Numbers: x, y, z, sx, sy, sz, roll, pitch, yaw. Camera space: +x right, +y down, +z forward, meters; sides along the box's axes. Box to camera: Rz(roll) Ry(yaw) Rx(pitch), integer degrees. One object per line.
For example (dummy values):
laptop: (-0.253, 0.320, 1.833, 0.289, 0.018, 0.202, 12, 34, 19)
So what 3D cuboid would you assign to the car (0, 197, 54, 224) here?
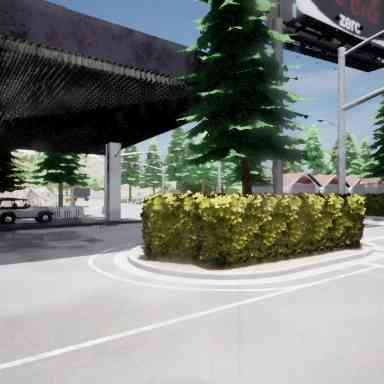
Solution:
car: (-11.934, 1.313, 23.504, 3.866, 1.878, 1.905, 0, 0, -36)
